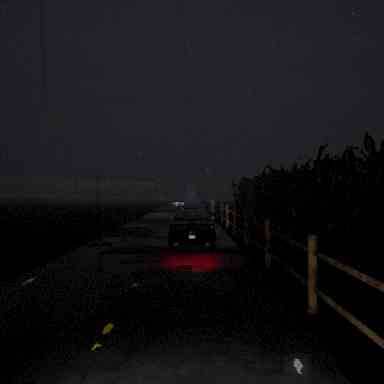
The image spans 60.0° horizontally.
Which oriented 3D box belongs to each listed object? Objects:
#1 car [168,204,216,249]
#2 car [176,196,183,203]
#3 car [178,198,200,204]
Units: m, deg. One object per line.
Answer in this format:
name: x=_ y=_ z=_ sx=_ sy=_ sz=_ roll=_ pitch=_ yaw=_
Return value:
car: x=0.000 y=1.502 z=14.655 sx=1.882 sy=1.535 sz=5.008 roll=0 pitch=0 yaw=0
car: x=-2.749 y=1.646 z=75.963 sx=1.812 sy=1.442 sz=4.674 roll=0 pitch=0 yaw=0
car: x=0.000 y=1.561 z=29.658 sx=1.882 sy=1.535 sz=5.008 roll=0 pitch=0 yaw=0
